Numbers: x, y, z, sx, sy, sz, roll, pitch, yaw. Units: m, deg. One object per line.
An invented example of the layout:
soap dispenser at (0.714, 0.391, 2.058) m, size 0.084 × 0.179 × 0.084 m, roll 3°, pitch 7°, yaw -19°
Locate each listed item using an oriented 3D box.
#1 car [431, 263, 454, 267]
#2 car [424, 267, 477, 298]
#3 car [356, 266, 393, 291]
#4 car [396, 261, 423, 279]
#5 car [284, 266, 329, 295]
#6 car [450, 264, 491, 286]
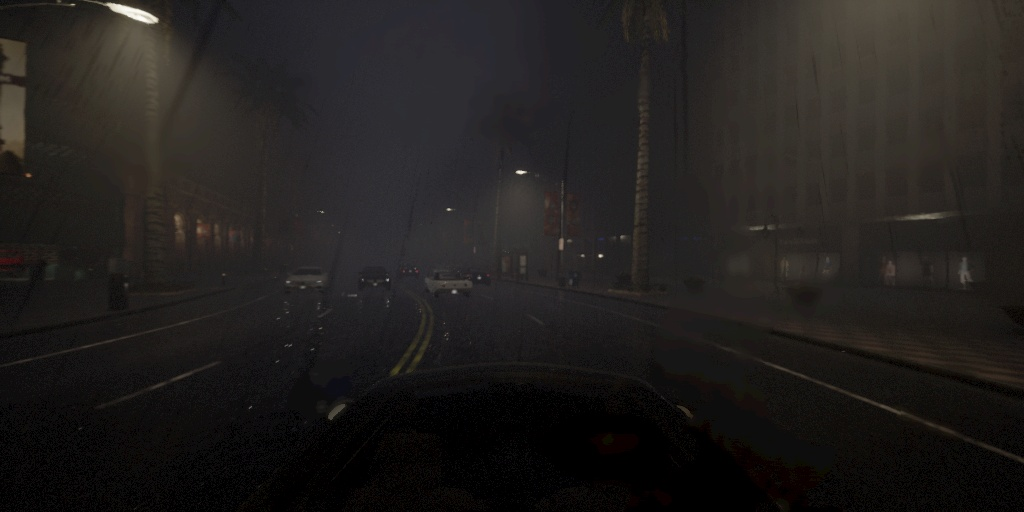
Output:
car at (-8.105, 1.640, 39.372) m, size 1.895 × 1.301 × 4.718 m, roll 1°, pitch -1°, yaw -23°
car at (-3.638, 1.493, 19.800) m, size 1.895 × 1.301 × 4.718 m, roll 1°, pitch -1°, yaw -21°
car at (-8.853, 1.384, 22.994) m, size 1.812 × 1.442 × 4.674 m, roll 1°, pitch -1°, yaw -23°
car at (-10.725, 1.524, 36.629) m, size 2.033 × 1.411 × 5.357 m, roll 1°, pitch -1°, yaw -23°
car at (-11.572, 1.322, 20.444) m, size 1.812 × 1.442 × 4.674 m, roll 1°, pitch -1°, yaw -23°
car at (-3.087, 1.543, 27.526) m, size 1.994 × 1.385 × 4.181 m, roll 1°, pitch -1°, yaw -22°
